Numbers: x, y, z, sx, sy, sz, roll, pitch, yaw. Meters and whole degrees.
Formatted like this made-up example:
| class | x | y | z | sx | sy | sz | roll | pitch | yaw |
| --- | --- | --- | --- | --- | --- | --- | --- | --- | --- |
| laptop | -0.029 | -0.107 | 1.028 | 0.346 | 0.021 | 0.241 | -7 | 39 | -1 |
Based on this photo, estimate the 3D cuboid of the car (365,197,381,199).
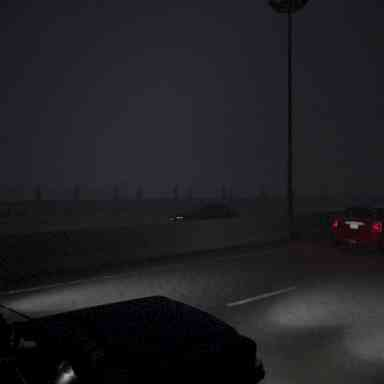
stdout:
| class | x | y | z | sx | sy | sz | roll | pitch | yaw |
| --- | --- | --- | --- | --- | --- | --- | --- | --- | --- |
| car | 22.583 | 1.340 | 41.539 | 5.008 | 1.535 | 1.882 | 0 | 0 | -35 |

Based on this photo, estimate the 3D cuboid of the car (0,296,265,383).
| class | x | y | z | sx | sy | sz | roll | pitch | yaw |
| --- | --- | --- | --- | --- | --- | --- | --- | --- | --- |
| car | -1.644 | 1.601 | 2.575 | 4.718 | 1.301 | 1.895 | 0 | 0 | -35 |

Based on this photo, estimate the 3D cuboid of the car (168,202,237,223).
| class | x | y | z | sx | sy | sz | roll | pitch | yaw |
| --- | --- | --- | --- | --- | --- | --- | --- | --- | --- |
| car | 0.730 | 1.451 | 21.709 | 4.892 | 1.490 | 1.837 | 0 | 0 | -35 |

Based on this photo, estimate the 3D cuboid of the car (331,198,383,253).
| class | x | y | z | sx | sy | sz | roll | pitch | yaw |
| --- | --- | --- | --- | --- | --- | --- | --- | --- | --- |
| car | 7.749 | 1.295 | 13.575 | 4.553 | 1.767 | 2.097 | 0 | 0 | -35 |
